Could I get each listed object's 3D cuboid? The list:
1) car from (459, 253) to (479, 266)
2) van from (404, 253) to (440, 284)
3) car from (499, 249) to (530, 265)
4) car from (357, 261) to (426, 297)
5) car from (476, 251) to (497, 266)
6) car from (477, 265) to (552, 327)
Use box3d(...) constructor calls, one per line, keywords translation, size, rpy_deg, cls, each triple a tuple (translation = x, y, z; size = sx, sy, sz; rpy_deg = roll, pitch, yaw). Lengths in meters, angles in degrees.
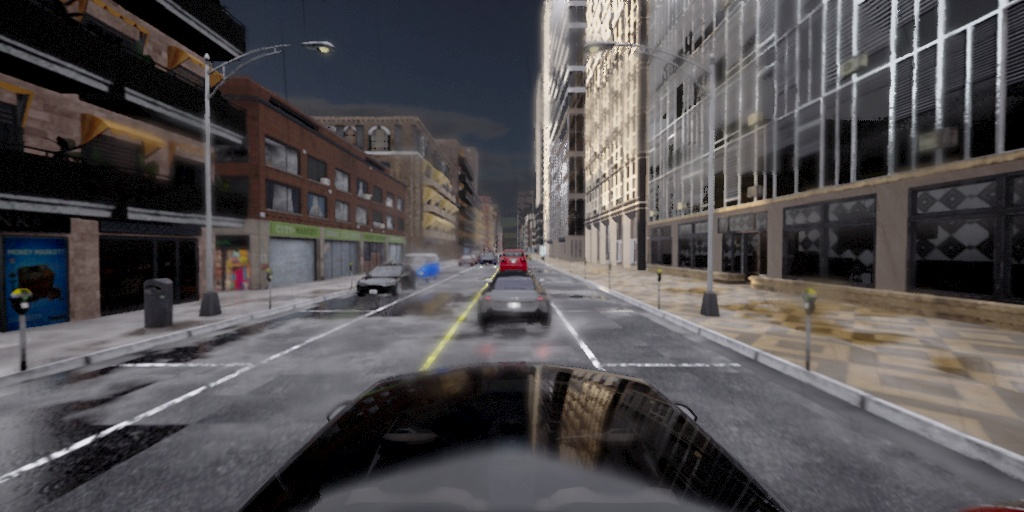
box3d(translation=(-5.626, 0.574, 45.086), size=(1.802, 1.307, 4.207), rpy_deg=(0, 0, 0), cls="car")
box3d(translation=(-5.660, 0.726, 22.496), size=(1.690, 1.789, 3.998), rpy_deg=(0, 0, 0), cls="van")
box3d(translation=(0.129, 0.477, 29.798), size=(2.150, 2.045, 5.566), rpy_deg=(0, 1, 0), cls="car")
box3d(translation=(-5.669, 1.050, 16.848), size=(1.948, 1.339, 4.313), rpy_deg=(0, 0, 0), cls="car")
box3d(translation=(-3.021, 0.322, 46.306), size=(2.097, 1.767, 4.553), rpy_deg=(0, 1, 0), cls="car")
box3d(translation=(0.081, 1.154, 10.817), size=(1.994, 1.385, 4.181), rpy_deg=(0, 1, 0), cls="car")
